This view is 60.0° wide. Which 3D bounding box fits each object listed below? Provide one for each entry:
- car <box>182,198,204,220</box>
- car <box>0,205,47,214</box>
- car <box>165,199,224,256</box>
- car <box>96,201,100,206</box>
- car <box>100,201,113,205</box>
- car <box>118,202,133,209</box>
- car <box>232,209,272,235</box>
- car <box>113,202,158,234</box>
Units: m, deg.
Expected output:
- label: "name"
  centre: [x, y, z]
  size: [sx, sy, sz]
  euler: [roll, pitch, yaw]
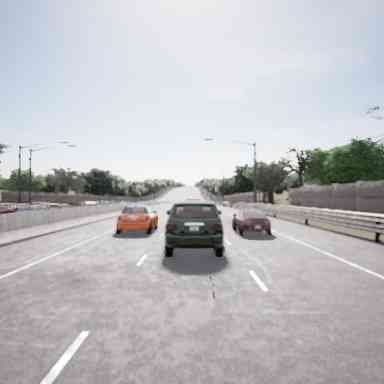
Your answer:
- label: "car"
  centre: [0.111, 1.726, 35.451]
  size: [2.150, 2.045, 5.566]
  euler: [0, -1, 0]
- label: "car"
  centre: [-14.087, 1.938, 29.056]
  size: [2.033, 1.411, 5.357]
  euler: [0, -1, 0]
- label: "car"
  centre: [0.090, 1.383, 13.997]
  size: [2.150, 2.045, 5.566]
  euler: [0, -1, 0]
- label: "car"
  centre: [-20.973, 2.887, 77.744]
  size: [2.128, 1.511, 4.902]
  euler: [0, -1, 0]
- label: "car"
  centre: [-17.476, 2.748, 70.574]
  size: [1.994, 1.385, 4.181]
  euler: [0, -1, 0]
- label: "car"
  centre: [-13.976, 2.727, 70.156]
  size: [2.033, 1.411, 5.357]
  euler: [0, -1, 0]
- label: "car"
  centre: [3.595, 1.777, 20.418]
  size: [1.812, 1.442, 4.674]
  euler: [0, -1, 0]
- label: "car"
  centre: [-3.395, 1.619, 21.379]
  size: [2.097, 1.767, 4.553]
  euler: [0, -1, 0]
